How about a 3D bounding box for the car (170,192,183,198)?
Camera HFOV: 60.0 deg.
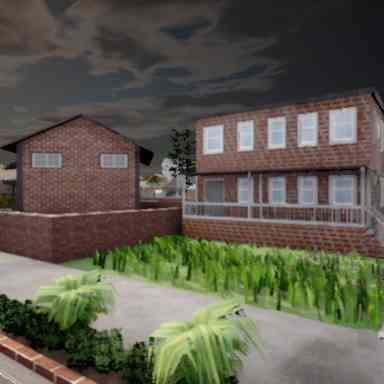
[{"bbox_3d":[-3.952,1.021,88.080,3.866,1.878,1.905,0,0,-19],"label":"car"}]
